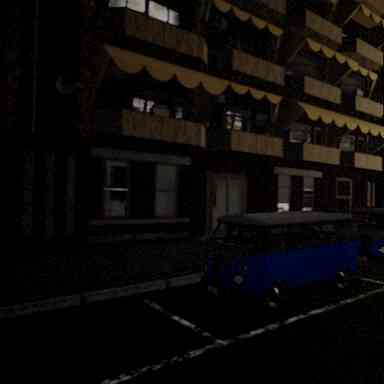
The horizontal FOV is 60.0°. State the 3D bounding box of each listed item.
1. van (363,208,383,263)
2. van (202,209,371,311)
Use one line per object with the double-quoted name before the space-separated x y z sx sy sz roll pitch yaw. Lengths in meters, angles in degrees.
"van" 6.626 1.399 10.777 3.998 1.788 1.690 0 1 -35
"van" 2.118 1.370 7.570 3.998 1.788 1.690 0 1 -35
